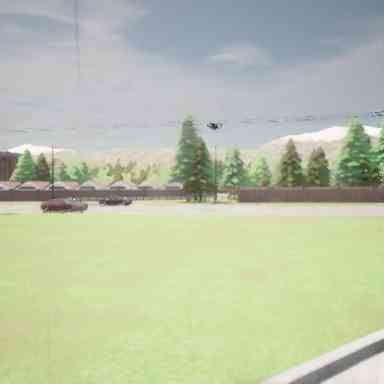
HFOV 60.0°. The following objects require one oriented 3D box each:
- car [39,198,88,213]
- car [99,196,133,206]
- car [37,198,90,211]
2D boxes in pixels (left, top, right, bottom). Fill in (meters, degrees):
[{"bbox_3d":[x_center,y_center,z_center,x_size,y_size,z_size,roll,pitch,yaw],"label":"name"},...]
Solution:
[{"bbox_3d":[-13.203,1.414,34.168,4.674,1.442,1.812,0,0,12],"label":"car"},{"bbox_3d":[-10.970,1.304,48.001,4.892,1.490,1.837,-1,0,12],"label":"car"},{"bbox_3d":[-14.699,1.423,38.054,5.357,1.411,2.033,0,0,12],"label":"car"}]
